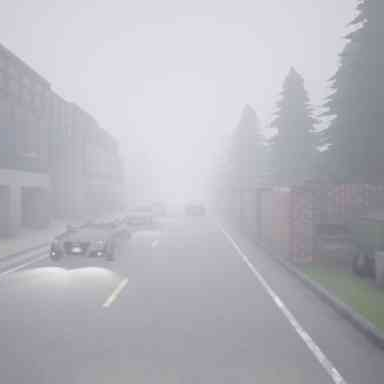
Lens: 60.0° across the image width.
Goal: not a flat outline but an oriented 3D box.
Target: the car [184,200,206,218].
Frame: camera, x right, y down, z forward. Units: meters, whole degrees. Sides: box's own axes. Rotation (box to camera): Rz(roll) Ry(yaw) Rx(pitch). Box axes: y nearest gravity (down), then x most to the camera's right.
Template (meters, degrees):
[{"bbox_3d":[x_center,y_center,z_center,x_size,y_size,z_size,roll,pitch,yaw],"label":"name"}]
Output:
[{"bbox_3d":[0.295,1.559,31.249,1.882,1.535,5.008,0,0,1],"label":"car"}]

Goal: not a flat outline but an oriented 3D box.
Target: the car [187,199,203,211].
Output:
[{"bbox_3d":[0.383,1.680,44.193,1.994,1.385,4.181,0,0,1],"label":"car"}]

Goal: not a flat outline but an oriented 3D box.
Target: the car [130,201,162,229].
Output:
[{"bbox_3d":[-3.339,1.570,22.291,1.837,1.490,4.892,0,0,0],"label":"car"}]

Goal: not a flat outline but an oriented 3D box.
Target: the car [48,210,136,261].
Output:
[{"bbox_3d":[-3.514,1.585,12.164,1.994,1.385,4.181,0,0,1],"label":"car"}]

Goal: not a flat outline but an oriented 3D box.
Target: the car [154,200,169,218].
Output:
[{"bbox_3d":[-3.283,1.574,31.602,1.837,1.490,4.892,0,1,1],"label":"car"}]
